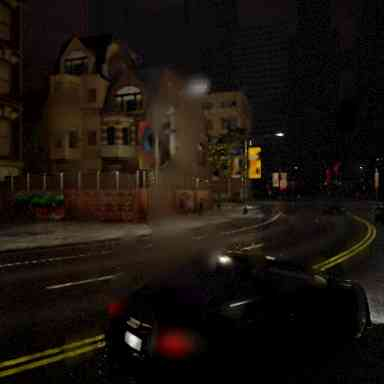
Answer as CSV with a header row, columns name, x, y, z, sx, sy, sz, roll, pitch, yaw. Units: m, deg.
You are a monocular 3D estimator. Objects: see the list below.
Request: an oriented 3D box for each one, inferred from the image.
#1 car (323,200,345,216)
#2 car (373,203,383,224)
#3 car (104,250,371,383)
name,x,y,z,sx,sy,sz,roll,pitch,yaw
car,14.412,1.583,33.903,1.882,1.535,5.008,0,0,19
car,14.899,1.560,24.968,2.128,1.511,4.902,0,0,22
car,0.890,1.583,4.900,4.181,1.385,1.994,0,0,-40
